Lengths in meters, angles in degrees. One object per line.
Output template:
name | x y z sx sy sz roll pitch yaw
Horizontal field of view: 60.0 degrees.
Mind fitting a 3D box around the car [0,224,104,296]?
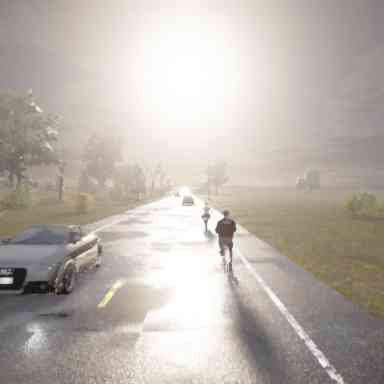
car | -3.645 1.540 8.485 1.994 1.385 4.181 0 0 0

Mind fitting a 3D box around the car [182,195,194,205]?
car | -0.663 1.397 56.625 1.994 1.385 4.181 0 0 -1

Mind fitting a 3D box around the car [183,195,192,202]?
car | -1.044 1.319 73.713 2.033 1.411 5.357 0 0 -1

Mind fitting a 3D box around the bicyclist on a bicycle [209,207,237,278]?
bicyclist on a bicycle | 0.915 1.344 9.146 0.659 1.776 1.843 0 0 0

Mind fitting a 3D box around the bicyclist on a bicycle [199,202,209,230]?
bicyclist on a bicycle | 0.833 1.381 19.348 0.866 1.612 1.509 0 0 -1
